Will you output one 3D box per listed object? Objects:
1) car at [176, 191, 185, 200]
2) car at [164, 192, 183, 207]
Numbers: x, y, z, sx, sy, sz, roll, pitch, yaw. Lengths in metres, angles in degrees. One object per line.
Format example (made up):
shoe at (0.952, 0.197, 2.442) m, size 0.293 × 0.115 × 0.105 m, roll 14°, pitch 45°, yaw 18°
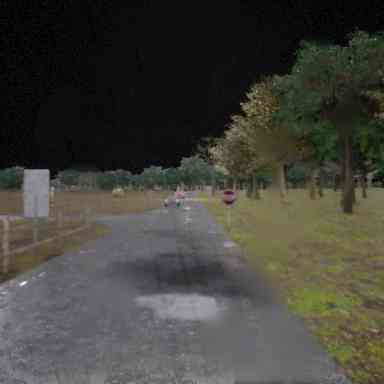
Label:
car at (-2.728, 0.749, 74.493) m, size 2.150 × 2.045 × 5.566 m, roll 0°, pitch 1°, yaw 0°
car at (-2.736, 1.184, 47.110) m, size 2.097 × 1.767 × 4.553 m, roll 0°, pitch 0°, yaw 0°
